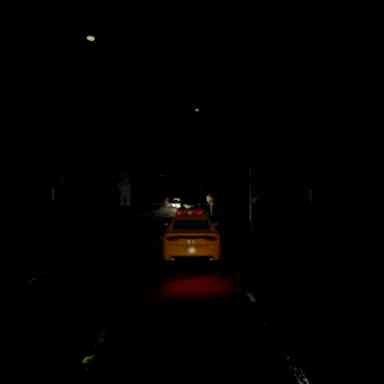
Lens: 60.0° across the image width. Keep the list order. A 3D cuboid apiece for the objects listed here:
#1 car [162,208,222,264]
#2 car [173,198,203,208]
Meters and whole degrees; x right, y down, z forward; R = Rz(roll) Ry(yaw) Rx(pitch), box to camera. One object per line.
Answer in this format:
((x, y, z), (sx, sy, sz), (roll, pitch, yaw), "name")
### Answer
((-0.026, 1.576, 12.256), (1.882, 1.535, 5.008), (0, 0, -1), "car")
((-0.220, 1.559, 25.832), (2.097, 1.767, 4.553), (0, 0, -2), "car")
